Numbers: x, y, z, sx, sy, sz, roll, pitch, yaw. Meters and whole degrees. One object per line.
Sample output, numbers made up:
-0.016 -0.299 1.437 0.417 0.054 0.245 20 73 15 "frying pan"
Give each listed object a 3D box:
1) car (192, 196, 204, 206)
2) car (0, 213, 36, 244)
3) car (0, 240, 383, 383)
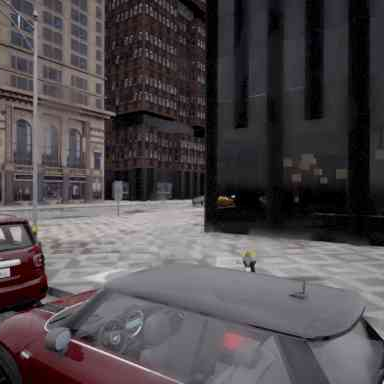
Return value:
1.930 1.374 52.075 2.128 1.511 4.902 0 0 36 "car"
-4.821 1.314 6.396 5.009 1.841 2.192 0 0 35 "car"
-0.259 1.440 3.144 4.097 1.590 1.967 0 0 35 "car"
